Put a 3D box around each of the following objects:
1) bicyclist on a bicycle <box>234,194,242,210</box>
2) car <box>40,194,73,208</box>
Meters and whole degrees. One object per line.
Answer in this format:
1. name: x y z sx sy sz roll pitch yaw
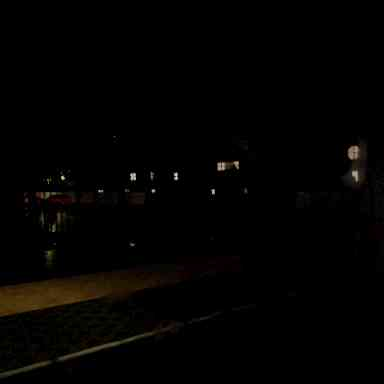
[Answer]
1. bicyclist on a bicycle: 4.618 0.988 33.429 0.582 1.620 1.656 0 3 38
2. car: -18.092 1.129 44.283 4.553 1.767 2.097 0 3 27
